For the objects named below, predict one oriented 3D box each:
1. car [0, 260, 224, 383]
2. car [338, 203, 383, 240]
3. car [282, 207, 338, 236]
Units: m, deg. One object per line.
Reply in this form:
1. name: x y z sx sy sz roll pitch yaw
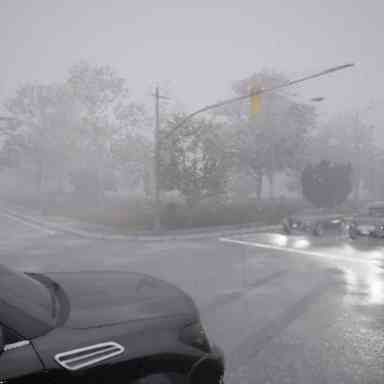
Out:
1. car: -2.369 1.230 2.149 5.566 2.045 2.150 0 0 -35
2. car: 9.272 1.485 16.065 4.902 1.511 2.128 0 0 -44
3. car: 6.867 1.565 18.545 4.181 1.385 1.994 0 0 -40
